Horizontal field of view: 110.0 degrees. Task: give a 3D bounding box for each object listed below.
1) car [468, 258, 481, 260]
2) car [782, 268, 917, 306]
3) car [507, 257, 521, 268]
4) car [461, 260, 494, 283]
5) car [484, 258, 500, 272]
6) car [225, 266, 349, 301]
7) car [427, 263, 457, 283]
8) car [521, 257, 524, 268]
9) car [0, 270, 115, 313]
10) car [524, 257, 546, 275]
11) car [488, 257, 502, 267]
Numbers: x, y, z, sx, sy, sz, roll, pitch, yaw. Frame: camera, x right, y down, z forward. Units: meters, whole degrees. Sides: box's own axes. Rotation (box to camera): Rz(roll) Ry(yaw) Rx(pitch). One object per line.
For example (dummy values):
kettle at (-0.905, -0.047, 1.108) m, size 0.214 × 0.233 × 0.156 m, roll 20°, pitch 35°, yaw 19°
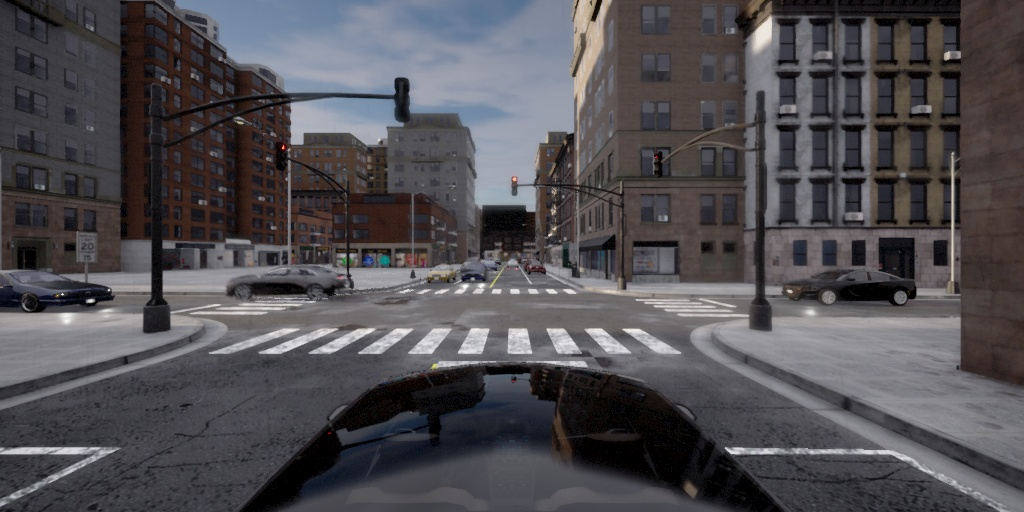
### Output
car at (-5.382, 1.298, 45.068) m, size 2.007 × 1.370 × 4.403 m, roll 0°, pitch 0°, yaw 0°
car at (14.774, 1.308, 15.873) m, size 5.008 × 1.535 × 1.882 m, roll 0°, pitch 0°, yaw -1°
car at (0.112, 1.273, 61.904) m, size 1.812 × 1.442 × 4.674 m, roll 0°, pitch 0°, yaw 0°
car at (-2.845, 1.295, 28.657) m, size 2.033 × 1.411 × 5.357 m, roll 0°, pitch 0°, yaw 0°
car at (-2.837, 1.273, 45.990) m, size 1.812 × 1.442 × 4.674 m, roll 0°, pitch 0°, yaw 0°
car at (-10.122, 1.198, 16.389) m, size 4.902 × 1.511 × 2.128 m, roll 0°, pitch 0°, yaw -8°
car at (-5.384, 1.273, 27.912) m, size 1.751 × 1.417 × 4.829 m, roll 0°, pitch 0°, yaw 0°
car at (2.644, 1.062, 45.066) m, size 2.192 × 1.841 × 5.009 m, roll 0°, pitch 0°, yaw 0°
car at (-17.802, 1.215, 12.888) m, size 5.357 × 1.411 × 2.033 m, roll 0°, pitch 0°, yaw 0°
car at (2.643, 1.187, 39.404) m, size 1.967 × 1.591 × 4.097 m, roll 0°, pitch 0°, yaw 0°
car at (-2.742, 0.943, 62.336) m, size 1.882 × 1.535 × 5.008 m, roll 0°, pitch 0°, yaw 0°
